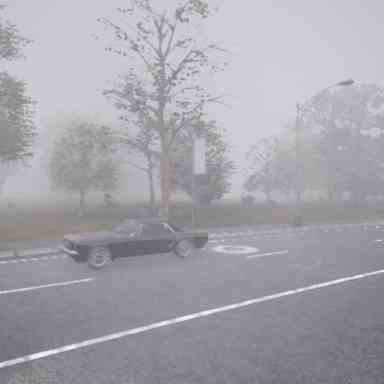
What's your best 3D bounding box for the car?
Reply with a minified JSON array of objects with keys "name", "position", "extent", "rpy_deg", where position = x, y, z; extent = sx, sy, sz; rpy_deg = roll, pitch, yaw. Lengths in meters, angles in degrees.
[{"name":"car","position":[-1.848,1.573,11.056],"extent":[4.718,1.301,1.895],"rpy_deg":[0,0,-33]}]
